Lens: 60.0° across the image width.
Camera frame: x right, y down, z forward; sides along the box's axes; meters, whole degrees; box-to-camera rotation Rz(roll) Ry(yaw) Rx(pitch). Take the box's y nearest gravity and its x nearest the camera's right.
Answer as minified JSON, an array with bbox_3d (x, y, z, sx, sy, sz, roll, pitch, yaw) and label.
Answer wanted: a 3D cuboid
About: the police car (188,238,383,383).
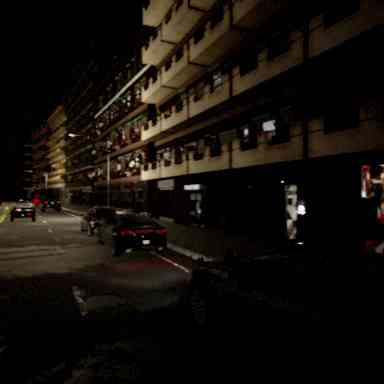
[{"bbox_3d":[1.551,1.488,4.725,1.930,1.638,5.238,1,-1,-24],"label":"police car"}]

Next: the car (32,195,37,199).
[{"bbox_3d":[-25.101,1.589,55.178,2.150,2.045,5.566,1,-1,-29],"label":"car"}]

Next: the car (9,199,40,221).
[{"bbox_3d":[-14.635,1.667,28.809,2.128,1.511,4.902,1,-1,-27],"label":"car"}]

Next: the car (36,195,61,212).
[{"bbox_3d":[-18.493,1.508,43.251,2.150,2.045,5.566,1,-2,-30],"label":"car"}]

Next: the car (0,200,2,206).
[{"bbox_3d":[-35.744,1.888,60.624,1.994,1.385,4.181,1,-1,-30],"label":"car"}]

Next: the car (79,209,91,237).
[{"bbox_3d":[-5.263,1.658,19.235,1.837,1.490,4.892,1,-1,-26],"label":"car"}]

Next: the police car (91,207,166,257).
[{"bbox_3d":[-2.696,1.545,13.874,1.930,1.638,5.238,1,-1,-25],"label":"police car"}]

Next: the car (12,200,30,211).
[{"bbox_3d":[-24.159,1.838,46.896,2.033,1.411,5.357,1,-1,-29],"label":"car"}]
